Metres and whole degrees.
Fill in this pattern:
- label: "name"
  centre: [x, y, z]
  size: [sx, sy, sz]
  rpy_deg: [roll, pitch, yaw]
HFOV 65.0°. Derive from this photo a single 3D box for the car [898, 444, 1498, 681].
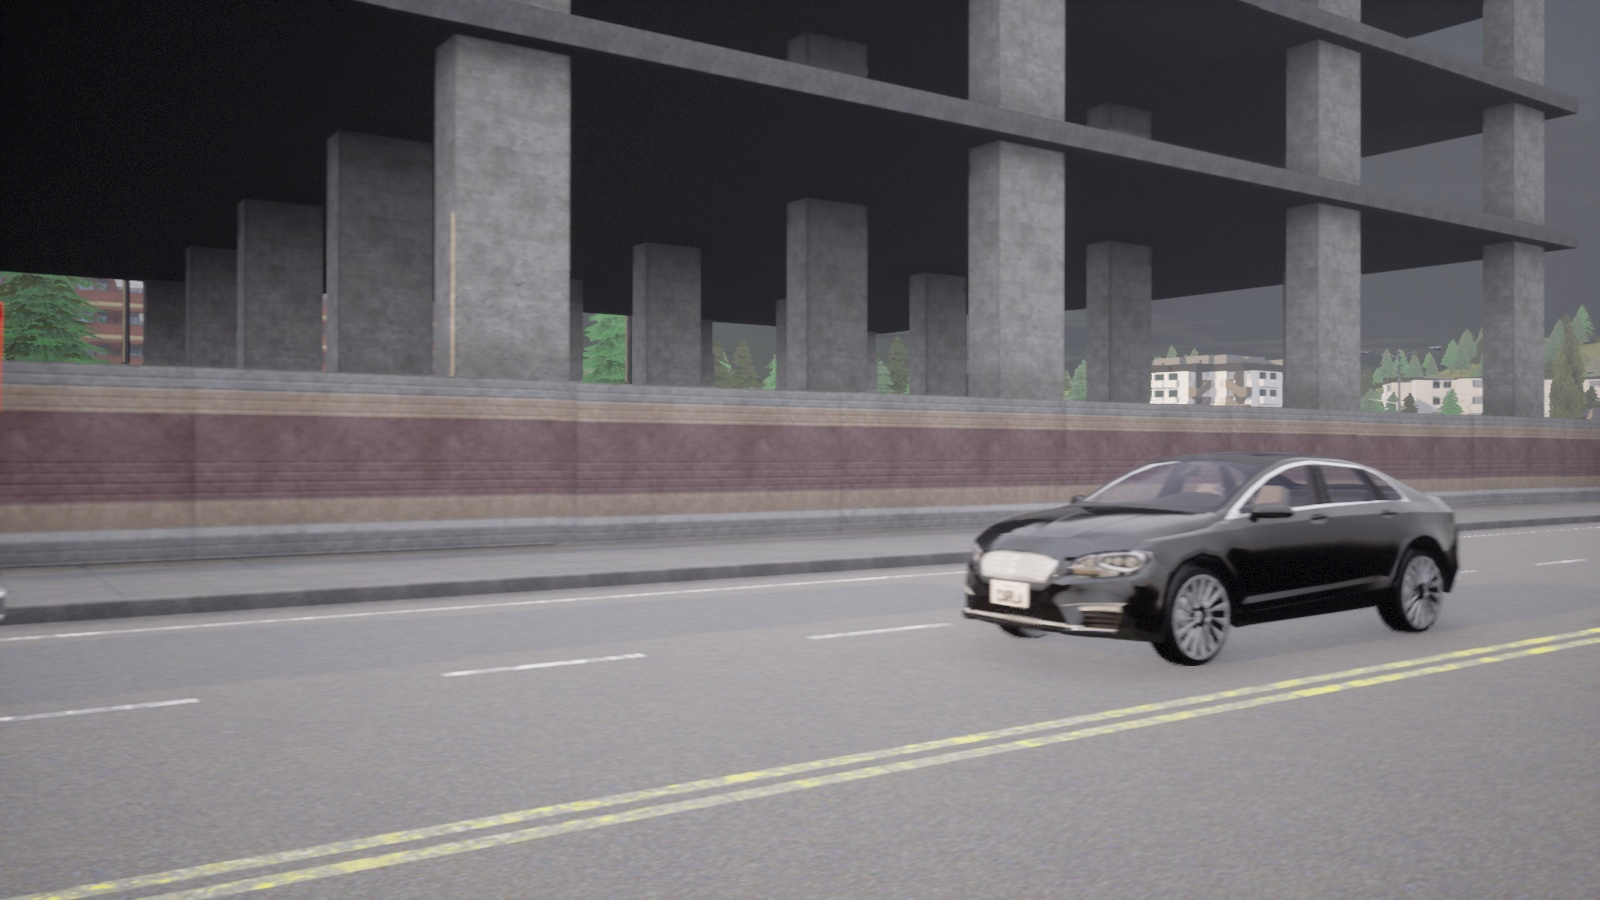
- label: "car"
  centre: [3.380, 0.719, 10.276]
  size: [4.902, 1.511, 2.128]
  rpy_deg: [0, 0, -35]
